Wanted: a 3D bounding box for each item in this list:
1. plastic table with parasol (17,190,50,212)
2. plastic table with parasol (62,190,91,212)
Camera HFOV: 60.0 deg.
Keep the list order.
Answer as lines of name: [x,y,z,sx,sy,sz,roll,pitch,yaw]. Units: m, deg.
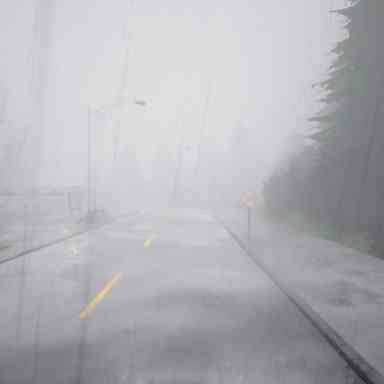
plastic table with parasol: [-17.697,0.977,37.296,2.482,2.480,2.482,0,0,0]
plastic table with parasol: [-13.388,0.979,38.757,2.482,2.480,2.482,0,0,0]
